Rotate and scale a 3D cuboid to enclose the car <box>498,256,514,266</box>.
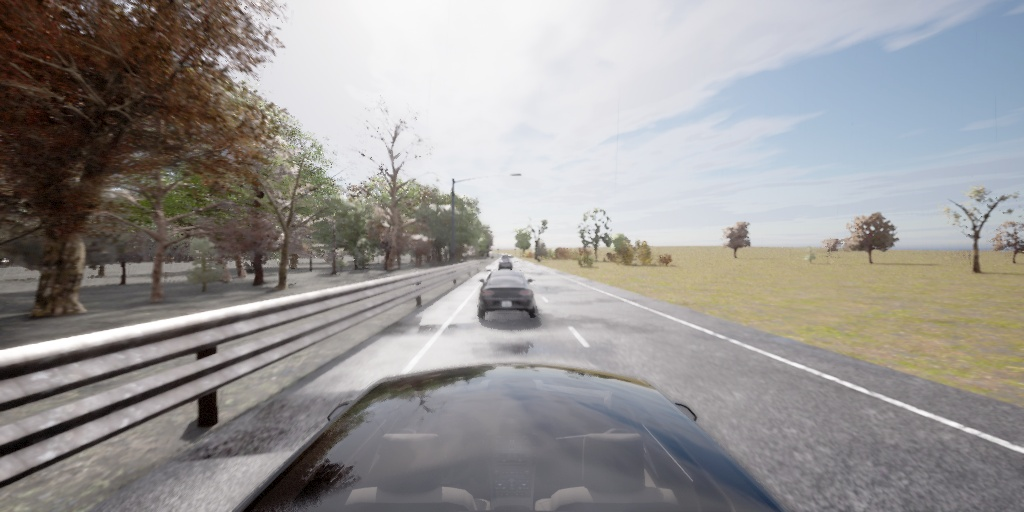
[{"bbox_3d":[-0.798,1.130,46.114,2.128,1.511,4.902,0,0,-1],"label":"car"}]

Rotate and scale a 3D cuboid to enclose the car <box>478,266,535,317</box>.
[{"bbox_3d":[-0.194,1.248,12.848,1.812,1.442,4.674,0,0,-1],"label":"car"}]
